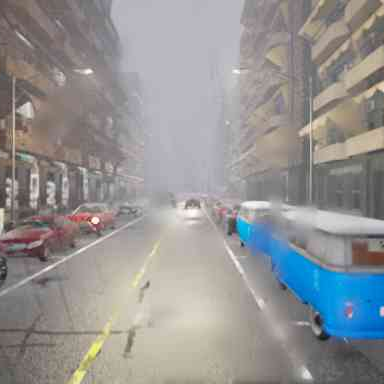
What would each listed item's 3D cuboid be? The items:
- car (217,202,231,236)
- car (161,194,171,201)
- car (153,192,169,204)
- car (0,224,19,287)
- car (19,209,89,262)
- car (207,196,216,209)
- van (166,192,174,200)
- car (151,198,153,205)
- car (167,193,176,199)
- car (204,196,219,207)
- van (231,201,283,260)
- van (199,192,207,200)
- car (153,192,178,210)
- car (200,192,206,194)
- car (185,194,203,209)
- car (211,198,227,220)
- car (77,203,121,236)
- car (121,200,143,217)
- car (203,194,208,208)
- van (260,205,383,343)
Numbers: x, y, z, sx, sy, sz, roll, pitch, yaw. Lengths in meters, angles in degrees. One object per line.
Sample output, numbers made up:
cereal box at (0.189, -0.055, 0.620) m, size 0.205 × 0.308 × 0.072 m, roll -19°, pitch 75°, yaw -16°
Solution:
car at (2.579, 1.456, 17.505) m, size 1.947 × 1.339 × 4.313 m, roll 1°, pitch 0°, yaw 0°
car at (-5.264, 1.169, 68.514) m, size 1.802 × 1.307 × 4.206 m, roll 1°, pitch 0°, yaw 0°
car at (-5.294, 0.968, 57.171) m, size 2.192 × 1.841 × 5.009 m, roll 1°, pitch 0°, yaw 0°
car at (-5.303, 1.402, 6.135) m, size 1.967 × 1.590 × 4.097 m, roll 1°, pitch 0°, yaw 0°
car at (-5.303, 1.508, 11.807) m, size 1.802 × 1.307 × 4.206 m, roll 1°, pitch 0°, yaw 0°
car at (2.583, 1.345, 29.016) m, size 1.752 × 1.417 × 4.829 m, roll 1°, pitch 0°, yaw 0°
van at (-5.246, 0.864, 79.855) m, size 1.690 × 1.788 × 3.998 m, roll 1°, pitch 0°, yaw 0°
car at (-5.296, 1.212, 51.332) m, size 1.752 × 1.417 × 4.829 m, roll 1°, pitch 0°, yaw 0°
car at (-5.247, 1.036, 85.527) m, size 1.887 × 1.381 × 4.507 m, roll 1°, pitch 0°, yaw 0°
car at (2.588, 1.300, 45.858) m, size 1.802 × 1.307 × 4.206 m, roll 1°, pitch 0°, yaw 0°
van at (2.580, 1.267, 11.833) m, size 1.690 × 1.788 × 3.998 m, roll 1°, pitch 0°, yaw 0°
van at (2.601, 0.863, 79.880) m, size 1.690 × 1.788 × 3.998 m, roll 1°, pitch 0°, yaw 0°
car at (-2.834, 0.984, 38.469) m, size 2.150 × 2.045 × 5.566 m, roll 0°, pitch 0°, yaw 0°
car at (2.595, 1.137, 68.540) m, size 2.008 × 1.369 × 4.403 m, roll 1°, pitch 0°, yaw 0°
car at (0.105, 1.271, 41.290) m, size 1.812 × 1.442 × 4.674 m, roll 0°, pitch 1°, yaw 0°
car at (2.581, 1.400, 23.175) m, size 1.887 × 1.381 × 4.507 m, roll 1°, pitch 0°, yaw 0°
car at (-5.299, 1.332, 17.477) m, size 1.967 × 1.590 × 4.097 m, roll 1°, pitch 0°, yaw 0°
car at (-5.297, 1.373, 28.819) m, size 2.008 × 1.369 × 4.403 m, roll 1°, pitch 0°, yaw 0°
car at (2.587, 1.277, 40.357) m, size 1.752 × 1.417 × 4.829 m, roll 1°, pitch 0°, yaw 0°
van at (2.579, 1.302, 6.162) m, size 1.690 × 1.788 × 3.998 m, roll 1°, pitch 0°, yaw 0°
